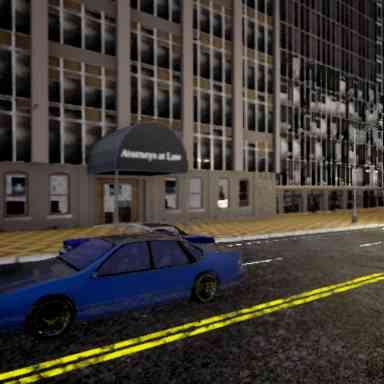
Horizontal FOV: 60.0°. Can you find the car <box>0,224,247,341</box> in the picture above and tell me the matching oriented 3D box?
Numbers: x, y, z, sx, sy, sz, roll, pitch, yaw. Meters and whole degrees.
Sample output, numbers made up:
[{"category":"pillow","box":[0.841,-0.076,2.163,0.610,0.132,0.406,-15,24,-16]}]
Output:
[{"category":"car","box":[-1.299,1.586,6.750,5.357,1.411,2.033,1,-1,-36]}]

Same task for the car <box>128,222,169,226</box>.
[{"category":"car","box":[-1.601,1.666,10.532,4.718,1.301,1.895,1,-1,-36]}]
